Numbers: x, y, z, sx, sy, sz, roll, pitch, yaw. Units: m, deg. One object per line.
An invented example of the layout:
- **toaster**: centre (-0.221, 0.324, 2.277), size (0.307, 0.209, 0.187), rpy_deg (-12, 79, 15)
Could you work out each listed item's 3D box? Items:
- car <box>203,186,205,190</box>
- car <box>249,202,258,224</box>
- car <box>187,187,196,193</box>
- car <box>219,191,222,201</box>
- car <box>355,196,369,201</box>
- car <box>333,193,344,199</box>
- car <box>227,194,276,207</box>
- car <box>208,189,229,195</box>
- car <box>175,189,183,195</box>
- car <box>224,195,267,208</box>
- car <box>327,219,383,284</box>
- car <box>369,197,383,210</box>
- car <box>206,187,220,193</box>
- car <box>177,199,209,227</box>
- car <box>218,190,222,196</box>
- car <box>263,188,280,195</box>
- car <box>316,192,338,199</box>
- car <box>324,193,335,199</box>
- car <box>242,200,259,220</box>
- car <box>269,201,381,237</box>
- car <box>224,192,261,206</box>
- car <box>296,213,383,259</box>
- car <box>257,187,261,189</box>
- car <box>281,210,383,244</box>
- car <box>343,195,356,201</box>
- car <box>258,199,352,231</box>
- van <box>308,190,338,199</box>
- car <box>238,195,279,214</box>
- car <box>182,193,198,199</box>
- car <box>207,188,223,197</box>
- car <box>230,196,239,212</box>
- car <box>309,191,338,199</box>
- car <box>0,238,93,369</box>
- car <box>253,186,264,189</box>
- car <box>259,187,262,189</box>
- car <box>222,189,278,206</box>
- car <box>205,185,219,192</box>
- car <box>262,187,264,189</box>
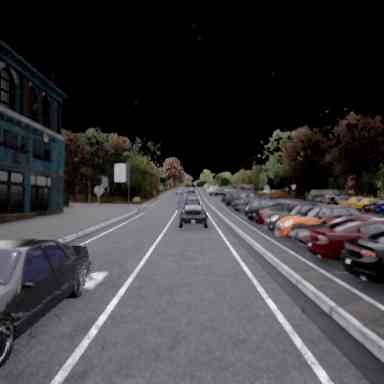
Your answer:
- **car**: centre (6.584, -0.338, 93.909), size (5.366, 1.575, 1.946), rpy_deg (0, 3, 0)
- **car**: centre (6.566, 1.613, 22.369), size (4.792, 1.488, 2.163), rpy_deg (0, 0, 0)
- **car**: centre (-0.129, -0.365, 90.238), size (2.097, 1.767, 4.553), rpy_deg (0, 2, 0)
- **car**: centre (6.753, 0.999, 47.446), size (4.792, 1.488, 2.163), rpy_deg (0, 2, 0)
- **car**: centre (19.672, 1.432, 33.609), size (4.792, 1.488, 2.163), rpy_deg (0, 1, 0)
- **car**: centre (19.927, 1.253, 39.056), size (5.366, 1.575, 1.946), rpy_deg (0, 2, 0)
- **car**: centre (6.634, 1.343, 36.303), size (4.892, 1.521, 2.231), rpy_deg (0, 1, 0)
- **car**: centre (6.919, -0.086, 88.361), size (5.366, 1.575, 1.946), rpy_deg (0, 3, 0)
- **car**: centre (-3.378, 0.004, 85.526), size (2.128, 1.511, 4.902), rpy_deg (0, 2, 0)
- **car**: centre (6.677, 1.173, 41.884), size (5.008, 1.535, 2.097), rpy_deg (0, 2, 0)
- **car**: centre (6.428, 1.607, 8.436), size (5.008, 1.535, 2.097), rpy_deg (0, 0, 0)
- **car**: centre (19.675, 1.459, 30.817), size (5.008, 1.535, 2.097), rpy_deg (0, 1, 0)
- **car**: centre (6.702, 0.169, 82.815), size (5.008, 1.535, 2.097), rpy_deg (0, 3, 0)
- **car**: centre (0.080, 1.542, 23.032), size (1.837, 1.490, 4.892), rpy_deg (0, 1, 0)
- **car**: centre (6.715, 0.893, 50.228), size (4.792, 1.488, 2.163), rpy_deg (0, 2, 0)
- **car**: centre (19.735, 0.411, 77.311), size (5.008, 1.535, 2.097), rpy_deg (0, 3, 0)
- **car**: centre (19.787, 1.104, 44.759), size (4.674, 1.452, 2.002), rpy_deg (0, 2, 0)
- **car**: centre (19.791, 1.196, 41.849), size (4.792, 1.488, 2.163), rpy_deg (0, 2, 0)
- **car**: centre (6.528, 1.582, 25.157), size (4.792, 1.488, 2.163), rpy_deg (0, 1, 0)
- **car**: centre (6.527, 1.493, 16.801), size (4.553, 1.767, 2.185), rpy_deg (0, 0, 0)
- **car**: centre (6.734, 0.949, 44.656), size (4.553, 1.767, 2.185), rpy_deg (0, 2, 0)
- **car**: centre (6.448, 1.619, 11.225), size (5.008, 1.535, 2.097), rpy_deg (0, 0, 0)
- **car**: centre (19.791, 0.080, 85.491), size (4.674, 1.452, 2.002), rpy_deg (0, 3, 0)
- **car**: centre (6.477, 1.663, 14.014), size (4.674, 1.452, 2.002), rpy_deg (0, 0, 0)
- **car**: centre (19.906, 1.333, 36.261), size (5.366, 1.575, 1.946), rpy_deg (0, 2, 0)
- **car**: centre (6.547, 1.480, 19.581), size (4.553, 1.767, 2.185), rpy_deg (0, 0, 0)
- **van**: centre (19.698, 0.633, 50.205), size (4.442, 1.987, 1.878), rpy_deg (-1, 2, 0)
- **car**: centre (6.547, 1.389, 27.942), size (4.553, 1.767, 2.185), rpy_deg (0, 1, 0)
- **car**: centre (0.046, 1.301, 42.166), size (2.128, 1.511, 4.902), rpy_deg (0, 1, 0)
- **car**: centre (6.649, 0.325, 80.044), size (4.792, 1.488, 2.163), rpy_deg (0, 3, 0)
- **car**: centre (6.591, 1.440, 33.526), size (4.792, 1.488, 2.163), rpy_deg (0, 1, 0)
- **car**: centre (19.807, 0.998, 47.542), size (4.674, 1.452, 2.002), rpy_deg (0, 2, 0)
- **car**: centre (-3.351, 1.599, 5.944), size (2.033, 1.411, 5.357), rpy_deg (0, 0, 0)
- **car**: centre (19.627, -0.089, 88.258), size (5.366, 1.575, 1.946), rpy_deg (0, 3, 0)
- **car**: centre (19.747, 0.195, 82.724), size (4.792, 1.488, 2.163), rpy_deg (0, 3, 0)
- **car**: centre (6.690, 1.011, 39.084), size (5.566, 2.045, 2.435), rpy_deg (0, 2, 0)
- **car**: centre (6.743, -0.208, 85.577), size (5.566, 2.045, 2.435), rpy_deg (0, 3, 0)
- **car**: centre (19.790, 0.160, 80.073), size (4.553, 1.767, 2.185), rpy_deg (0, 3, 0)
